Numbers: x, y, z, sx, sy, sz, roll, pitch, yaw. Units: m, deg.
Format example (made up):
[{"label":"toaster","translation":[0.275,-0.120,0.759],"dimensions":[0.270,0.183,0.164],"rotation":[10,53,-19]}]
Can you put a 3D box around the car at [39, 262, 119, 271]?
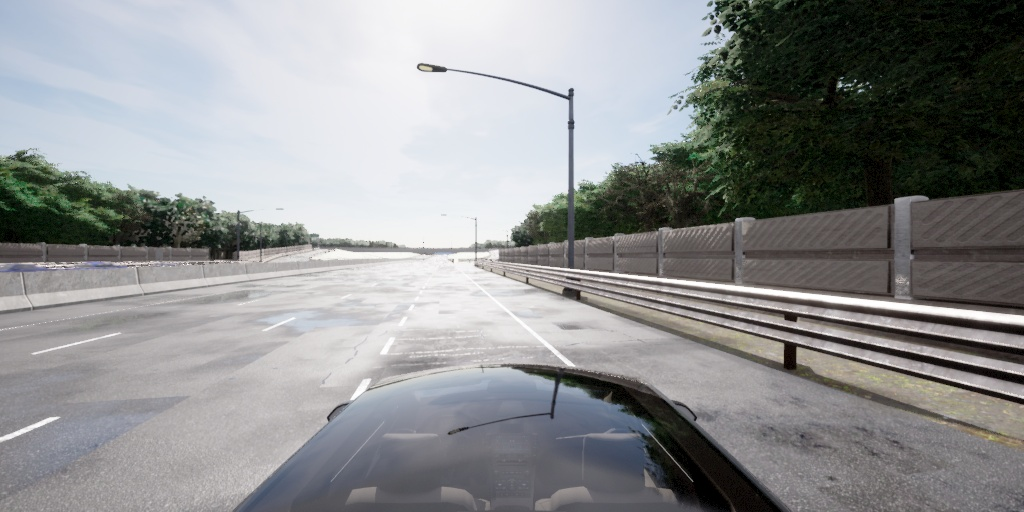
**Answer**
[{"label":"car","translation":[-33.510,1.239,28.538],"dimensions":[1.882,1.535,5.008],"rotation":[0,0,-11]}]

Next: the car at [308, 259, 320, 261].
[{"label":"car","translation":[-31.651,1.281,57.067],"dimensions":[1.882,1.535,5.008],"rotation":[0,0,-10]}]

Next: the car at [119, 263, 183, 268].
[{"label":"car","translation":[-30.468,1.312,31.276],"dimensions":[2.033,1.411,5.357],"rotation":[0,0,-11]}]

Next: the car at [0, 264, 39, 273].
[{"label":"car","translation":[-36.618,1.284,26.136],"dimensions":[1.812,1.442,4.674],"rotation":[0,0,-11]}]
